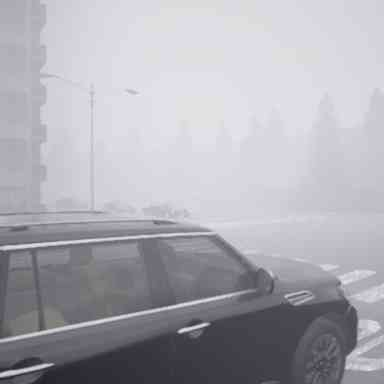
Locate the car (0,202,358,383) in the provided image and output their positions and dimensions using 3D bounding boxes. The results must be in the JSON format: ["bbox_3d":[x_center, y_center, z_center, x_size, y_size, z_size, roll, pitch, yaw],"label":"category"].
[{"bbox_3d":[-0.668,1.218,3.269,5.566,2.045,2.150,0,0,-35],"label":"car"}]

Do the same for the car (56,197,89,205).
[{"bbox_3d":[-14.856,1.417,41.251,4.892,1.490,1.837,0,0,32],"label":"car"}]

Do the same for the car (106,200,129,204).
[{"bbox_3d":[-7.486,1.471,33.956,1.994,1.385,4.181,0,0,-39],"label":"car"}]
